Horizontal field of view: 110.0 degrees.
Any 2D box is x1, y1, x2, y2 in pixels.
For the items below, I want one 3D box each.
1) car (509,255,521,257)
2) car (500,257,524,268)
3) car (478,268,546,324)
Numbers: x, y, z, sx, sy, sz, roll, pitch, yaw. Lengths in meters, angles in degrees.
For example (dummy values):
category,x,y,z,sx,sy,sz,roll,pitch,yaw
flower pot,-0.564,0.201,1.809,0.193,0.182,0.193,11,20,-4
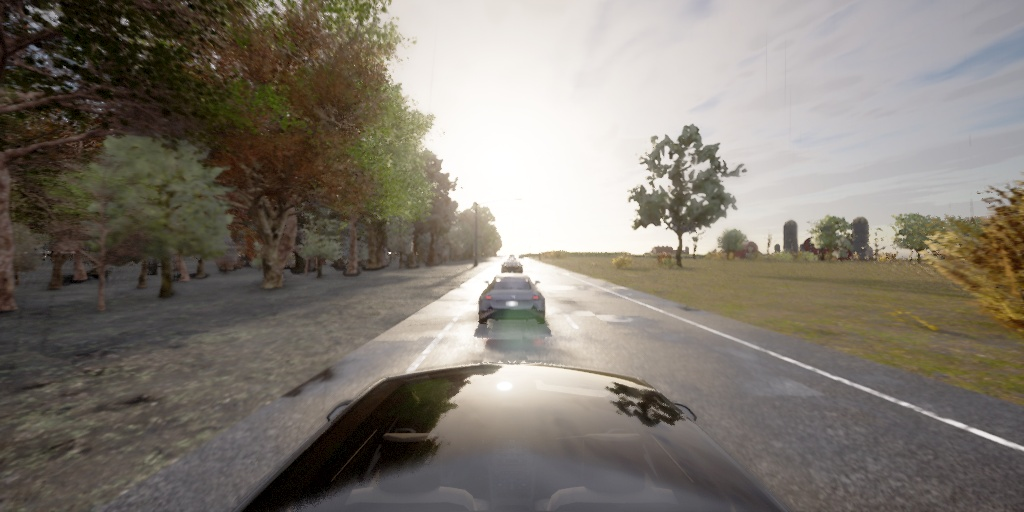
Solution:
category,x,y,z,sx,sy,sz,roll,pitch,yaw
car,0.009,0.902,63.281,2.128,1.511,4.902,0,0,0
car,0.002,1.075,30.761,1.882,1.535,5.008,0,1,0
car,0.001,1.263,11.794,1.994,1.385,4.181,0,0,0
